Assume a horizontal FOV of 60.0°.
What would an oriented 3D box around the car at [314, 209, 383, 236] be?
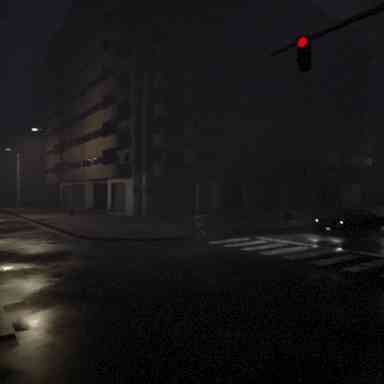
[{"bbox_3d":[9.079,1.657,19.041,4.718,1.301,1.895,0,0,-35],"label":"car"}]
